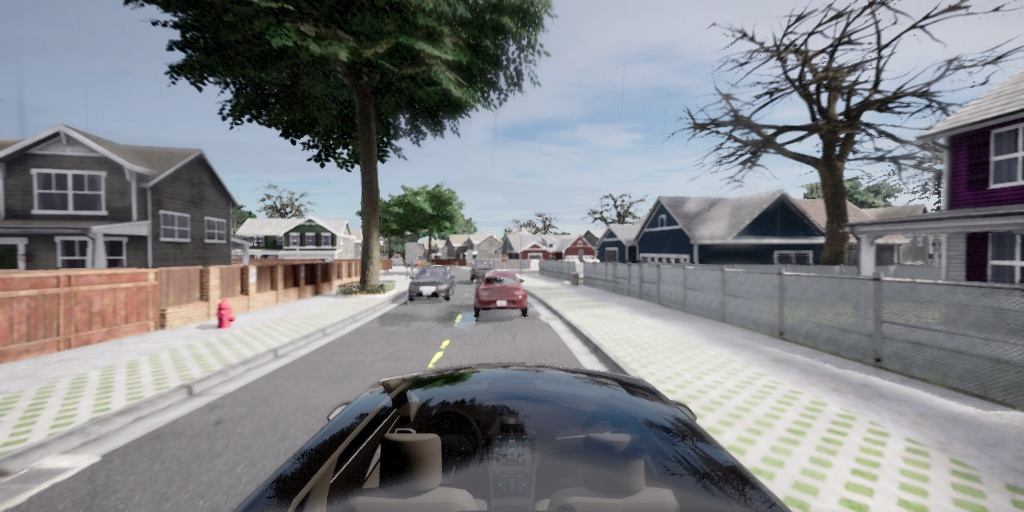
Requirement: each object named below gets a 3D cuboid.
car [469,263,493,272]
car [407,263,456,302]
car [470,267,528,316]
[{"bbox_3d":[-2.400,1.311,28.936,2.128,1.511,4.902,0,0,-9],"label":"car"},{"bbox_3d":[-3.762,1.286,17.319,2.128,1.511,4.902,0,0,-6],"label":"car"},{"bbox_3d":[-0.481,1.298,13.397,1.812,1.442,4.674,0,0,-4],"label":"car"}]
